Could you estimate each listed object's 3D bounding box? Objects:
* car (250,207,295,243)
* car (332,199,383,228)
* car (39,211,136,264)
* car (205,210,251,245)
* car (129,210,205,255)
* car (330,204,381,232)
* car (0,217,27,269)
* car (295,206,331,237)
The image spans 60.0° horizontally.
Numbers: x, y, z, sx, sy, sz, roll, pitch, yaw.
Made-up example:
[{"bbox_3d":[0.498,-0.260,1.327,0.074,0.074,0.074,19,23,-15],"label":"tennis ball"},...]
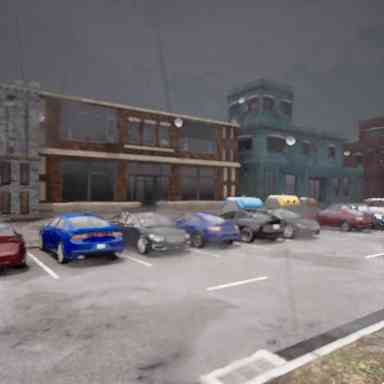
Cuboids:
[{"bbox_3d":[2.475,1.626,16.985,2.163,1.488,4.792,1,0,-35],"label":"car"},{"bbox_3d":[11.618,1.592,23.466,2.185,1.767,4.553,1,0,-35],"label":"car"},{"bbox_3d":[-4.206,1.517,12.210,2.097,1.535,5.008,1,0,-35],"label":"car"},{"bbox_3d":[0.226,1.609,15.352,2.002,1.452,4.674,1,0,-35],"label":"car"},{"bbox_3d":[-1.944,1.544,13.826,2.231,1.521,4.892,1,0,-35],"label":"car"},{"bbox_3d":[9.295,1.725,21.777,2.002,1.452,4.674,1,0,-35],"label":"car"},{"bbox_3d":[-6.596,1.520,10.559,2.163,1.488,4.792,1,0,-35],"label":"car"},{"bbox_3d":[4.756,1.626,18.574,2.231,1.521,4.892,1,0,-35],"label":"car"}]
